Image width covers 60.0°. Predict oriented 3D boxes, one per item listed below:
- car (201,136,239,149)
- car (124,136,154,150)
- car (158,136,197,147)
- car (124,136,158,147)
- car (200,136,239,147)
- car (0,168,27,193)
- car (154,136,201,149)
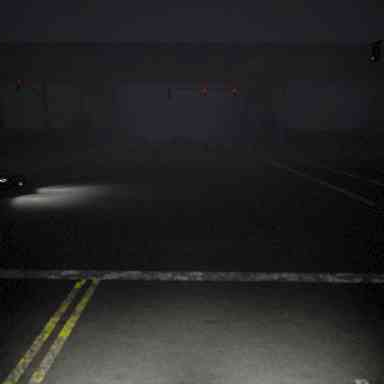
[{"bbox_3d":[3.556,-6.372,42.729,4.974,1.542,2.038,6,12,29],"label":"car"},{"bbox_3d":[-6.435,-6.256,42.164,4.974,1.542,2.038,10,15,44],"label":"car"},{"bbox_3d":[-1.785,-6.404,42.073,4.536,1.218,1.853,-7,13,-34],"label":"car"},{"bbox_3d":[-6.472,-6.418,42.171,4.536,1.218,1.853,10,15,44],"label":"car"},{"bbox_3d":[3.510,-6.532,42.725,4.536,1.218,1.853,6,12,29],"label":"car"},{"bbox_3d":[-8.911,-0.602,12.823,4.674,1.442,1.812,0,11,1],"label":"car"},{"bbox_3d":[-1.827,-6.244,42.073,4.974,1.542,2.038,-7,13,-34],"label":"car"}]
